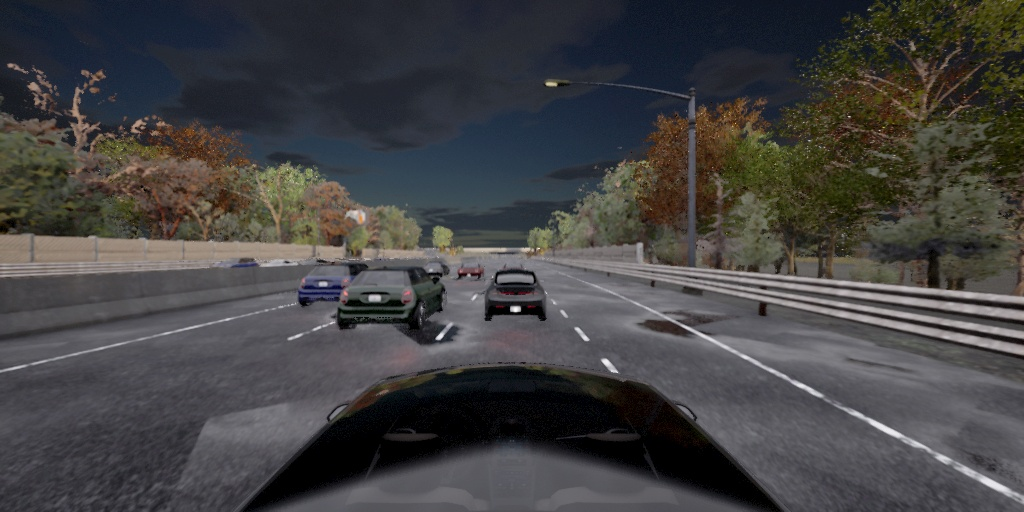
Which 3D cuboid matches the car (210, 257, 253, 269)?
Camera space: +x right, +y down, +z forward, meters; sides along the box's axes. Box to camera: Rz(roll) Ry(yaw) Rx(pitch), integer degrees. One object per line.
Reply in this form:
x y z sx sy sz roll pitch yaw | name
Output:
-28.078 0.943 36.474 2.097 1.767 4.553 0 0 0 | car

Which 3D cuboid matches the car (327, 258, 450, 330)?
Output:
-3.397 1.055 11.012 2.097 1.767 4.553 0 0 0 | car

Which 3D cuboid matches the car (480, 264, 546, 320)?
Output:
0.103 1.202 12.277 1.837 1.490 4.892 0 0 0 | car

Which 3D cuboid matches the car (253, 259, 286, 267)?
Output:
-24.581 1.112 37.927 1.812 1.442 4.674 0 0 0 | car

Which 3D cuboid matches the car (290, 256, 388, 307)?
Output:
-6.898 1.035 15.238 2.097 1.767 4.553 0 0 0 | car

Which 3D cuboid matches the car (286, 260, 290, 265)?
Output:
-21.081 1.091 37.790 1.837 1.490 4.892 0 0 0 | car

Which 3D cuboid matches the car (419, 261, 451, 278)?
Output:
-6.893 1.171 32.623 1.994 1.385 4.181 0 0 0 | car

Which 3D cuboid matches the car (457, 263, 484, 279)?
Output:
-3.394 1.216 30.537 1.895 1.301 4.718 0 0 0 | car
